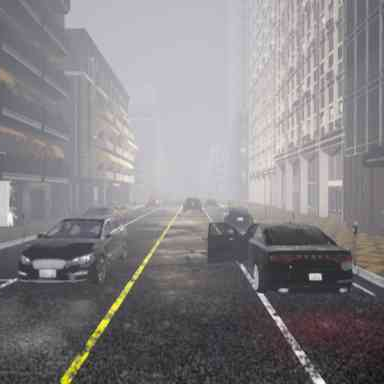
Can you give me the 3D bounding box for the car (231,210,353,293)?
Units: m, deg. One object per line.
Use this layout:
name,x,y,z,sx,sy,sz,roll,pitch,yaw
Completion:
car,2.363,1.471,8.839,1.882,1.535,5.008,0,0,0

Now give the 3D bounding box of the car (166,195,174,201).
car,-5.672,1.539,82.762,2.008,1.369,4.403,0,0,0

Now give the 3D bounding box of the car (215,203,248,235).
car,2.695,1.553,20.626,1.947,1.339,4.313,0,0,0

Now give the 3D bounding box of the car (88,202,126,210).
car,-5.686,1.553,20.627,1.947,1.339,4.313,0,0,0

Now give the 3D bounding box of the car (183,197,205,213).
car,0.088,1.336,37.525,2.097,1.767,4.553,0,0,0

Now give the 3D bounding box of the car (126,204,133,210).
car,-5.685,1.511,26.106,1.752,1.417,4.829,0,0,0

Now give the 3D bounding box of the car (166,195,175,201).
car,-5.670,1.541,88.410,2.008,1.369,4.403,0,0,0

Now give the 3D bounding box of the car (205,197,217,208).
car,2.701,1.527,48.868,1.887,1.381,4.507,0,0,0

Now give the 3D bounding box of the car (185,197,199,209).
car,0.028,1.460,47.240,1.882,1.535,5.008,0,0,0

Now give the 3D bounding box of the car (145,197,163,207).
car,-5.679,1.422,48.870,1.967,1.590,4.097,0,0,0

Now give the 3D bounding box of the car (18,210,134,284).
car,-3.098,1.484,9.587,2.128,1.511,4.902,0,0,0

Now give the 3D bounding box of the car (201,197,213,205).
car,2.703,1.533,60.165,2.008,1.369,4.403,0,0,0
